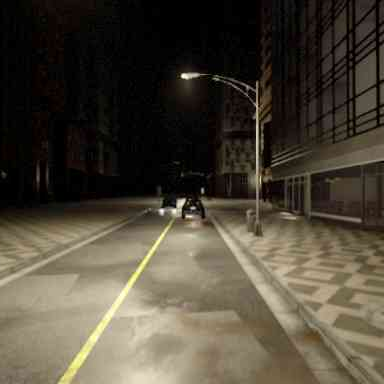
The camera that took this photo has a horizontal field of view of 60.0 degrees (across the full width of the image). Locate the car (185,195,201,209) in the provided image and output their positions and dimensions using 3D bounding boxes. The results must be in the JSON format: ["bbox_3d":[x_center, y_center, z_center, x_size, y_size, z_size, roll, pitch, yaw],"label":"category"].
[{"bbox_3d":[0.095,1.256,45.167,2.097,1.767,4.553,0,0,0],"label":"car"}]

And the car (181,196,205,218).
[{"bbox_3d":[0.096,1.371,29.001,2.033,1.649,4.856,0,0,0],"label":"car"}]

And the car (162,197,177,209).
[{"bbox_3d":[-3.008,1.385,44.858,1.882,1.535,5.008,0,0,0],"label":"car"}]
